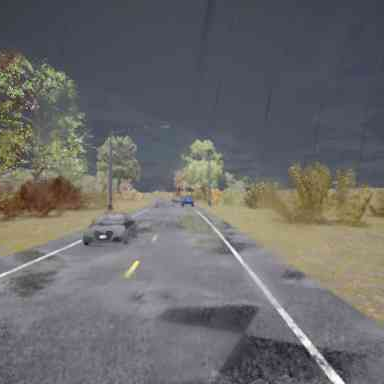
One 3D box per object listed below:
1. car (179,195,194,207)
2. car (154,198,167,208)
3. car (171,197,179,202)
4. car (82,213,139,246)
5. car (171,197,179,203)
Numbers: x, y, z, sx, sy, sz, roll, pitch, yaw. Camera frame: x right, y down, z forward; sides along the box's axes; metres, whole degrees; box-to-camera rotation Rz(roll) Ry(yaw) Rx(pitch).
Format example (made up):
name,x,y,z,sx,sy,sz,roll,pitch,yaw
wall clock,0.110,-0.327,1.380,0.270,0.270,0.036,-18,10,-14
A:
name,x,y,z,sx,sy,sz,roll,pitch,yaw
car,-0.785,1.626,60.724,2.150,2.045,5.566,0,0,-4
car,-5.339,1.891,57.144,1.837,1.490,4.892,0,0,-3
car,-4.806,2.057,94.011,1.994,1.385,4.181,0,0,-6
car,-3.755,1.689,15.938,1.994,1.385,4.181,0,0,-1
car,-3.375,1.951,78.888,1.994,1.385,4.181,0,0,-5
